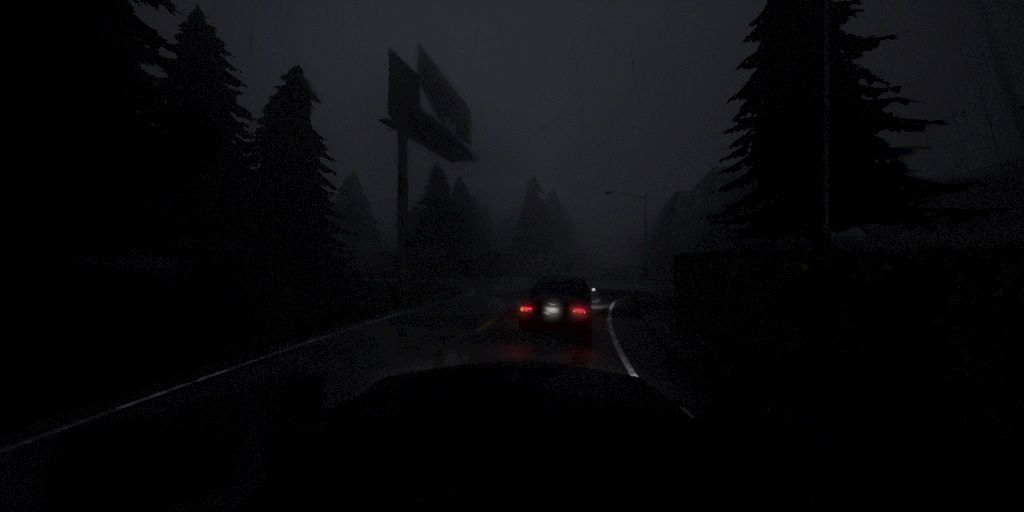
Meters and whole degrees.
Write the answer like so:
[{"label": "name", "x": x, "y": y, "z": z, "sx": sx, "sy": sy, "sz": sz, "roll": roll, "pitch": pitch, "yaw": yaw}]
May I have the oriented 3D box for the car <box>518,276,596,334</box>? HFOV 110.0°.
[{"label": "car", "x": 1.470, "y": 1.297, "z": 10.693, "sx": 2.033, "sy": 1.411, "sz": 5.357, "roll": 0, "pitch": 0, "yaw": 12}]
